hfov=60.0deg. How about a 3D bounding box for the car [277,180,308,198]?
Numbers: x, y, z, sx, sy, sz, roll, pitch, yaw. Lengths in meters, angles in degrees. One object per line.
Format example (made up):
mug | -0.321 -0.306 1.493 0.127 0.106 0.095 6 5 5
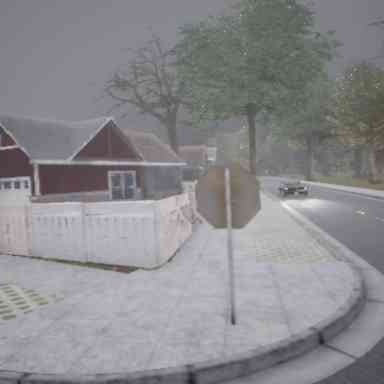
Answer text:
car | 8.273 -0.319 27.596 1.895 1.301 4.718 -2 3 8
